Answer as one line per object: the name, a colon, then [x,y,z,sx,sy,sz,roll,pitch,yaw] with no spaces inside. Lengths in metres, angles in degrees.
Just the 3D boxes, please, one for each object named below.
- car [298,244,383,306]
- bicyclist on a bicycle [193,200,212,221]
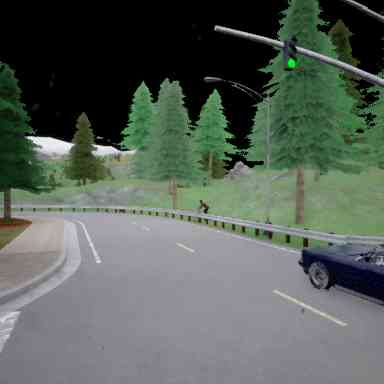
car: [4.248,1.603,6.465,1.895,1.301,4.718,0,0,-20]
bicyclist on a bicycle: [0.840,1.432,25.529,1.656,1.620,0.582,-1,2,-20]
